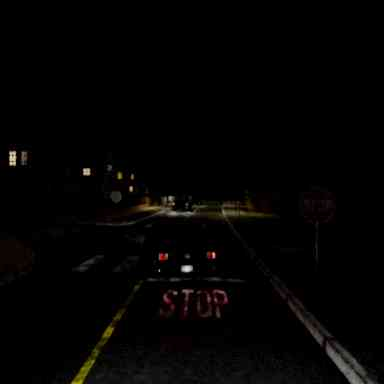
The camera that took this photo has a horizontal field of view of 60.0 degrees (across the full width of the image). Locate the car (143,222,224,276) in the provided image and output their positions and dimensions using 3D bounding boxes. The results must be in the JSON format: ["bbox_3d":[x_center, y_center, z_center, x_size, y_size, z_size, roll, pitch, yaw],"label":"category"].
[{"bbox_3d":[-0.504,1.591,10.336,1.895,1.301,4.718,0,0,-10],"label":"car"}]

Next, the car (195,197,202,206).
[{"bbox_3d":[0.738,1.617,57.557,1.837,1.490,4.892,0,-1,7],"label":"car"}]

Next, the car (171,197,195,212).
[{"bbox_3d":[-1.138,1.365,39.255,2.097,1.767,4.553,0,0,5],"label":"car"}]
